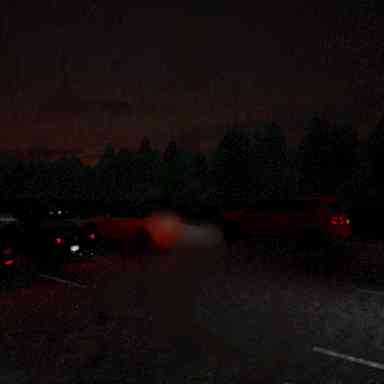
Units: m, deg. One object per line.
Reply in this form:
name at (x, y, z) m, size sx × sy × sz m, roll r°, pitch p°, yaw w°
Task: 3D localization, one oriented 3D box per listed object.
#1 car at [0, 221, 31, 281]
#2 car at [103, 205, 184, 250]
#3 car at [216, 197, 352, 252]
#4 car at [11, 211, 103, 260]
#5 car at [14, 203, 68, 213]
car at (-6.311, 1.507, 8.494) m, size 4.674 × 1.442 × 1.812 m, roll 0°, pitch 0°, yaw 35°
car at (-2.628, 1.332, 14.464) m, size 4.553 × 1.767 × 2.097 m, roll 0°, pitch 0°, yaw 36°
car at (3.755, 1.211, 14.212) m, size 5.566 × 2.045 × 2.150 m, roll 0°, pitch 0°, yaw 35°
car at (-5.701, 1.579, 12.360) m, size 4.718 × 1.301 × 1.895 m, roll 0°, pitch 0°, yaw 35°
car at (-11.441, 1.502, 25.051) m, size 5.357 × 1.411 × 2.033 m, roll 0°, pitch 0°, yaw 36°
